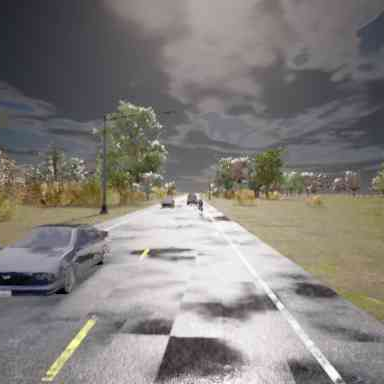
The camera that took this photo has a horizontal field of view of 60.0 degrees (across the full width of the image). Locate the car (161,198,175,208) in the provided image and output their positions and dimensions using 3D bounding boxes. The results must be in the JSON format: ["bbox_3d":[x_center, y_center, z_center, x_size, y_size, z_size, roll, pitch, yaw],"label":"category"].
[{"bbox_3d":[-3.570,1.597,49.829,1.882,1.535,5.008,0,0,0],"label":"car"}]

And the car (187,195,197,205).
[{"bbox_3d":[0.043,1.740,61.178,1.895,1.301,4.718,0,0,1],"label":"car"}]

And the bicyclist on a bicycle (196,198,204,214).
[{"bbox_3d":[0.968,1.543,34.837,0.582,1.620,1.656,0,-1,0],"label":"bicyclist on a bicycle"}]

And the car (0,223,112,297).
[{"bbox_3d":[-3.598,1.573,9.037,2.033,1.411,5.357,0,0,0],"label":"car"}]

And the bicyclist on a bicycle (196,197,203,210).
[{"bbox_3d":[0.986,1.548,45.363,0.866,1.612,1.509,0,0,0],"label":"bicyclist on a bicycle"}]
